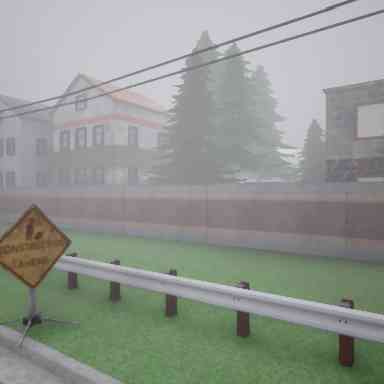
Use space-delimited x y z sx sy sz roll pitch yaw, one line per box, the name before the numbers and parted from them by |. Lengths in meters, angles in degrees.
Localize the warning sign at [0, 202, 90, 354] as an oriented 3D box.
warning sign | -2.423 1.115 5.045 1.060 1.860 1.300 0 0 36
